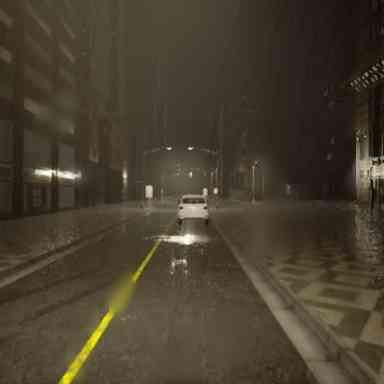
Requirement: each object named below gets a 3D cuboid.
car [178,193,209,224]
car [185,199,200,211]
[{"bbox_3d":[0.104,1.250,25.068,2.150,2.045,5.566,0,0,0],"label":"car"},{"bbox_3d":[0.096,1.648,43.433,1.895,1.301,4.718,0,0,0],"label":"car"}]
